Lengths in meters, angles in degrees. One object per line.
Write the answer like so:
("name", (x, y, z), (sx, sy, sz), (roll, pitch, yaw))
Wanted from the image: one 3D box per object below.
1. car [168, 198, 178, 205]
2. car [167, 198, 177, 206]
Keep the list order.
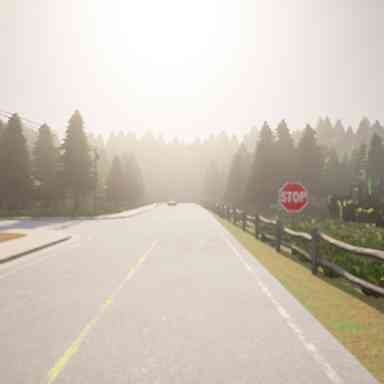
("car", (-4.261, 2.067, 74.410), (1.994, 1.385, 4.181), (0, 0, -2))
("car", (-4.088, 2.196, 68.112), (2.033, 1.411, 5.357), (0, 0, -2))
